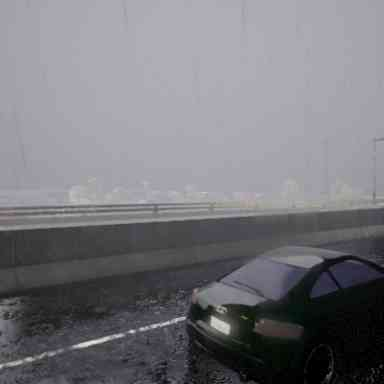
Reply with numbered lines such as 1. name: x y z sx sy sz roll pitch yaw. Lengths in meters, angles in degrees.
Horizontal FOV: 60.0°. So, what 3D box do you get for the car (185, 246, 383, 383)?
1. car: 1.973 1.563 5.133 4.181 1.385 1.994 0 0 -35
